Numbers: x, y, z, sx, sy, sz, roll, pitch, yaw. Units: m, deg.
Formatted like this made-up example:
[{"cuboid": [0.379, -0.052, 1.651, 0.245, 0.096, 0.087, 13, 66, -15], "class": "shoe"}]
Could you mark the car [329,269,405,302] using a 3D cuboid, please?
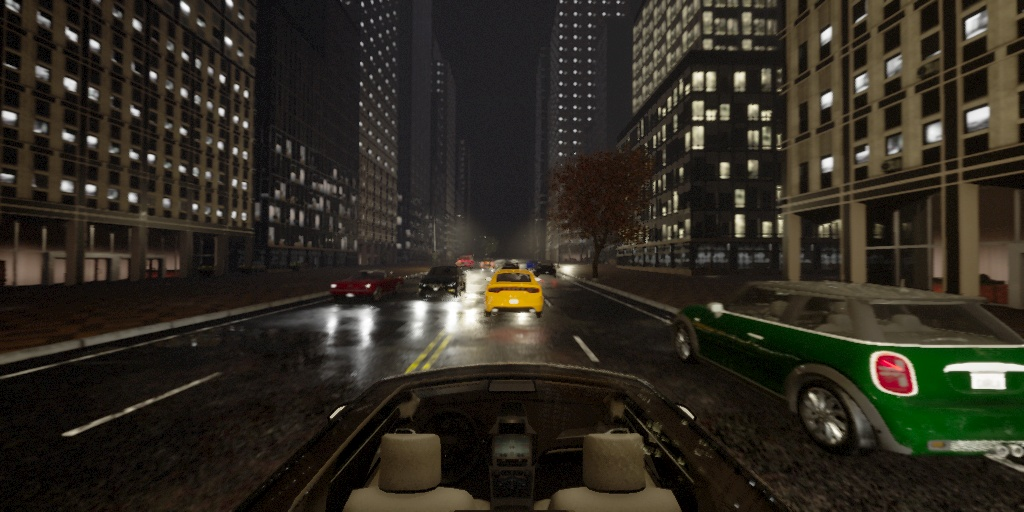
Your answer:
[{"cuboid": [-6.674, 1.309, 16.976, 1.895, 1.301, 4.718, 0, 0, 0], "class": "car"}]

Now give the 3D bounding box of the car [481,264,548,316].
[{"cuboid": [0.043, 1.232, 13.382, 1.882, 1.535, 5.008, 0, 0, 0], "class": "car"}]

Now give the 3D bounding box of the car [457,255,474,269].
[{"cuboid": [-6.837, 0.944, 53.022, 2.150, 2.045, 5.566, 0, 0, 0], "class": "car"}]

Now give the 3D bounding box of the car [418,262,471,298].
[{"cuboid": [-3.429, 1.237, 18.450, 1.837, 1.490, 4.892, 0, 0, 0], "class": "car"}]

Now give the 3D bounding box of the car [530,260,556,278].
[{"cuboid": [3.146, 1.275, 34.521, 2.128, 1.511, 4.902, 0, 0, 0], "class": "car"}]

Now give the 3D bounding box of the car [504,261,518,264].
[{"cuboid": [-0.107, 1.254, 38.557, 2.128, 1.511, 4.902, 0, 0, 0], "class": "car"}]

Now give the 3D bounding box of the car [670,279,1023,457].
[{"cuboid": [4.217, 1.132, 5.311, 2.097, 1.767, 4.553, 0, 0, 0], "class": "car"}]

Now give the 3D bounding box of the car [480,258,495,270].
[{"cuboid": [-3.614, 1.096, 53.887, 2.097, 1.767, 4.553, 0, 0, 0], "class": "car"}]

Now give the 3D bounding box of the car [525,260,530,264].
[{"cuboid": [2.994, 1.267, 51.360, 1.882, 1.535, 5.008, 0, 0, 0], "class": "car"}]
